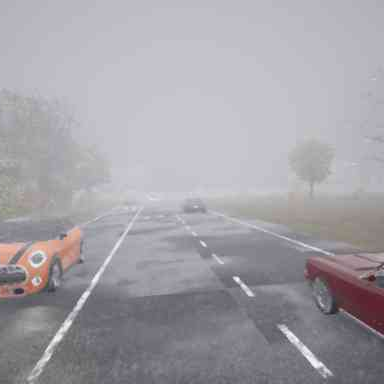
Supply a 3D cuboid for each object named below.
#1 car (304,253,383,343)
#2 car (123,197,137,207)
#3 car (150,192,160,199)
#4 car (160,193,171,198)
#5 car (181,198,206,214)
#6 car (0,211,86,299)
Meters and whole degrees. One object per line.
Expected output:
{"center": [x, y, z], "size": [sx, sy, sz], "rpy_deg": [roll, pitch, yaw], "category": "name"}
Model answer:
{"center": [3.273, 1.413, 4.268], "size": [1.895, 1.301, 4.718], "rpy_deg": [-3, 1, -7], "category": "car"}
{"center": [-9.415, 1.465, 50.859], "size": [2.033, 1.411, 5.357], "rpy_deg": [-3, 1, -5], "category": "car"}
{"center": [-10.559, 1.164, 92.161], "size": [1.895, 1.301, 4.718], "rpy_deg": [-3, 1, -7], "category": "car"}
{"center": [-6.675, 0.967, 89.037], "size": [2.033, 1.411, 5.357], "rpy_deg": [-3, 1, -7], "category": "car"}
{"center": [0.093, 1.252, 31.338], "size": [1.994, 1.385, 4.181], "rpy_deg": [-3, 1, -7], "category": "car"}
{"center": [-4.329, 1.453, 8.940], "size": [2.097, 1.767, 4.553], "rpy_deg": [-3, 1, -7], "category": "car"}
